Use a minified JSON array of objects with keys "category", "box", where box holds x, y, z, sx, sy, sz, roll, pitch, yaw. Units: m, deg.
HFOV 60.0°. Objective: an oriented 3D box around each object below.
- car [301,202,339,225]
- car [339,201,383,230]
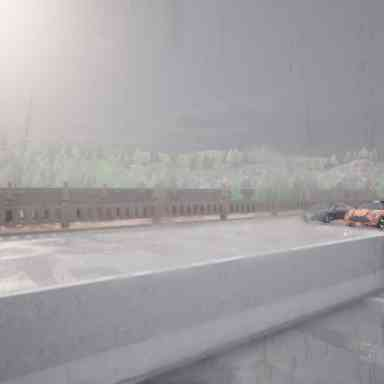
[{"category":"car","box":[10.089,1.520,24.608,4.902,1.511,2.128,0,0,-37]},{"category":"car","box":[11.902,1.379,21.592,4.553,1.767,2.097,0,0,-37]}]
